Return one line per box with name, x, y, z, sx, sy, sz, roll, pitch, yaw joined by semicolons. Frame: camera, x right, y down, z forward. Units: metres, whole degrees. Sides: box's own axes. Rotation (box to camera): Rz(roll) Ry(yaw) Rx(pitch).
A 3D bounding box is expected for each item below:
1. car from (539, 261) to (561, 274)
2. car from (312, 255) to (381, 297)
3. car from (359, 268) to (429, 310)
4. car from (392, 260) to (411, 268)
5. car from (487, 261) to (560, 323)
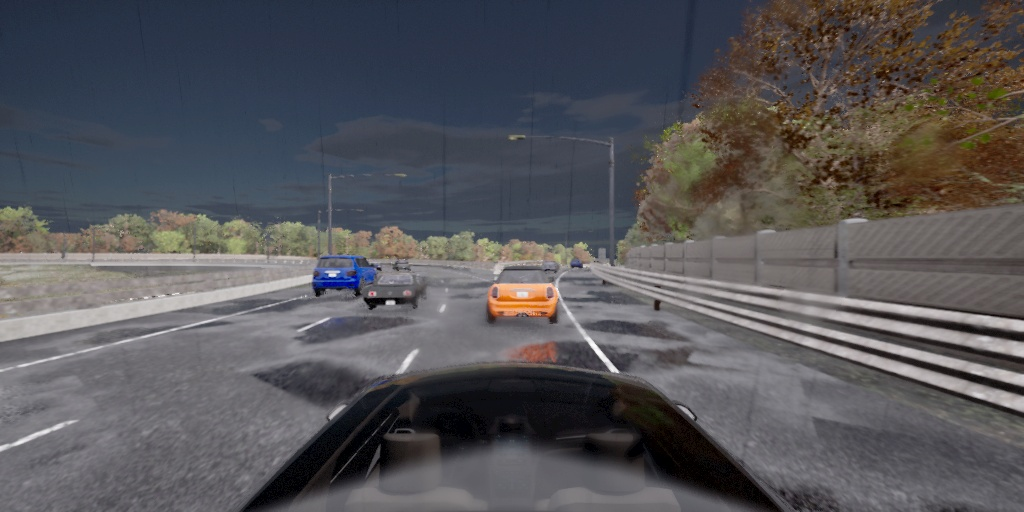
car;4.529;1.291;42.078;2.033;1.411;5.357;0;0;13
car;-8.856;0.986;19.384;2.150;2.045;5.566;0;0;-10
car;-4.572;1.358;14.858;1.895;1.301;4.718;0;0;-7
car;-14.939;1.265;48.382;2.128;1.511;4.902;0;0;-26
car;0.407;1.102;12.239;2.097;1.767;4.553;0;0;3
